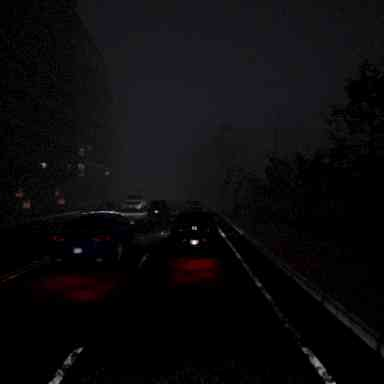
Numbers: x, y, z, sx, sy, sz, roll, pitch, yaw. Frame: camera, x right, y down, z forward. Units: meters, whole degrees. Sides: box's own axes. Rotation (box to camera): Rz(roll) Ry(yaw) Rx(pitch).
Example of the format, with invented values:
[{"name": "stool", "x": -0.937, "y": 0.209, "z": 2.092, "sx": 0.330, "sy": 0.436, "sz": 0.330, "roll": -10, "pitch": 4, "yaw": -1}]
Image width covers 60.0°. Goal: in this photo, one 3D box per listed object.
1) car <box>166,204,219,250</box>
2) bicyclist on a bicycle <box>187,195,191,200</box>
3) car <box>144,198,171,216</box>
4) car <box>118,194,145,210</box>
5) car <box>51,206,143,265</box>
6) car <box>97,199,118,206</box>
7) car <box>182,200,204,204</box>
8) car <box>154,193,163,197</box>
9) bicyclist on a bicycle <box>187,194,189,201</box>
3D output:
[{"name": "car", "x": 0.095, "y": 1.503, "z": 14.176, "sx": 1.837, "sy": 1.490, "sz": 4.892, "roll": 0, "pitch": 0, "yaw": 0}, {"name": "bicyclist on a bicycle", "x": -0.405, "y": 1.445, "z": 76.377, "sx": 0.582, "sy": 1.620, "sz": 1.656, "roll": 0, "pitch": 0, "yaw": -4}, {"name": "car", "x": -3.144, "y": 1.502, "z": 31.855, "sx": 1.837, "sy": 1.490, "sz": 4.892, "roll": 0, "pitch": 0, "yaw": 0}, {"name": "car", "x": -6.615, "y": 1.222, "z": 38.645, "sx": 2.150, "sy": 2.045, "sz": 5.566, "roll": 0, "pitch": 0, "yaw": 0}, {"name": "car", "x": -3.163, "y": 1.474, "z": 11.715, "sx": 1.882, "sy": 1.535, "sz": 5.008, "roll": 0, "pitch": 0, "yaw": 0}, {"name": "car", "x": -9.873, "y": 1.562, "z": 39.424, "sx": 1.994, "sy": 1.385, "sz": 4.181, "roll": 0, "pitch": 0, "yaw": -1}, {"name": "car", "x": 0.105, "y": 1.489, "z": 31.727, "sx": 2.128, "sy": 1.511, "sz": 4.902, "roll": 0, "pitch": 0, "yaw": 0}, {"name": "car", "x": -8.007, "y": 1.109, "z": 79.409, "sx": 1.837, "sy": 1.490, "sz": 4.892, "roll": 0, "pitch": 0, "yaw": -4}, {"name": "bicyclist on a bicycle", "x": -1.021, "y": 1.441, "z": 85.431, "sx": 0.582, "sy": 1.620, "sz": 1.656, "roll": 0, "pitch": 0, "yaw": -4}]
